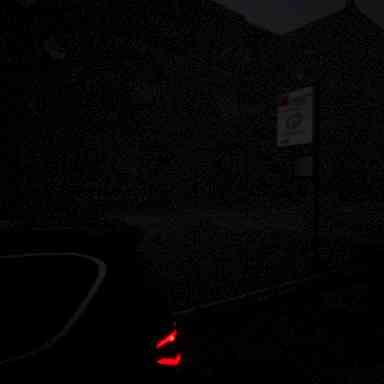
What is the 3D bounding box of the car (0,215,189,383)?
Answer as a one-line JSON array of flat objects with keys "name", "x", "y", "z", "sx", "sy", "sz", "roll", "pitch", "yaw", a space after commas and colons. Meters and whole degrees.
[{"name": "car", "x": -2.616, "y": 1.239, "z": 1.514, "sx": 5.566, "sy": 2.045, "sz": 2.150, "roll": -1, "pitch": 1, "yaw": -36}]
